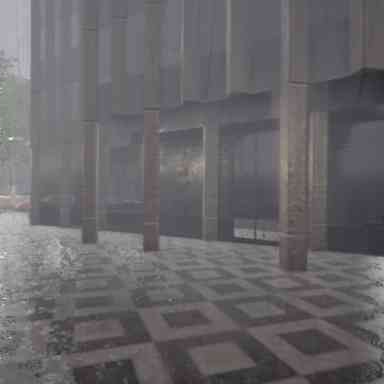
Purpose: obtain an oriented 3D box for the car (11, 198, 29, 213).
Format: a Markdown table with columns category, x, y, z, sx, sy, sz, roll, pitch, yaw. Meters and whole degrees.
| category | x | y | z | sx | sy | sz | roll | pitch | yaw |
| --- | --- | --- | --- | --- | --- | --- | --- | --- | --- |
| car | -20.098 | 1.600 | 42.315 | 2.192 | 1.841 | 5.009 | 0 | 0 | 36 |
